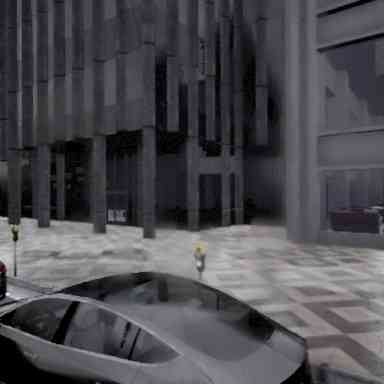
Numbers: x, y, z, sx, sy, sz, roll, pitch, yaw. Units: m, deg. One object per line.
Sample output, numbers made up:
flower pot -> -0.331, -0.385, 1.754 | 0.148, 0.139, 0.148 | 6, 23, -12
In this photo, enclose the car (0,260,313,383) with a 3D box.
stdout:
car -> -0.929, 1.579, 3.627 | 4.313, 1.339, 1.947 | 0, 0, 35
